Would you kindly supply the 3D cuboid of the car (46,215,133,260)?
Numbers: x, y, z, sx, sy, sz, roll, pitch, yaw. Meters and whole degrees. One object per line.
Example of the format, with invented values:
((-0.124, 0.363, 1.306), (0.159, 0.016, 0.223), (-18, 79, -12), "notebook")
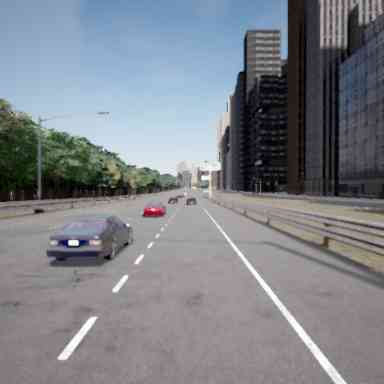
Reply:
((-3.508, 1.552, 12.355), (2.033, 1.411, 5.357), (0, 0, 0), "car")

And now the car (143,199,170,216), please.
((-3.556, 1.579, 32.380), (1.994, 1.385, 4.181), (0, 0, 0), "car")

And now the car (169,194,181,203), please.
((-3.731, 1.523, 66.908), (1.837, 1.490, 4.892), (0, 0, 0), "car")

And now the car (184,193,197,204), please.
((-0.102, 1.523, 62.396), (1.837, 1.490, 4.892), (0, 0, 0), "car")
